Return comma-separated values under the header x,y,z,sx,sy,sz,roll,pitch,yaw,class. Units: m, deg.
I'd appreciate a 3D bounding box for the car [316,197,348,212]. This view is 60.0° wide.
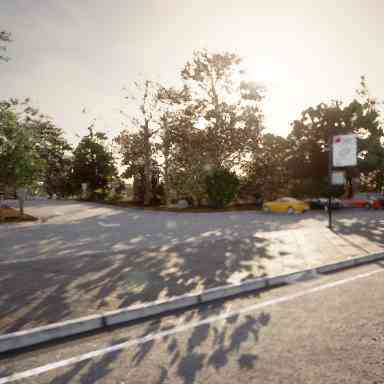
x,y,z,sx,sy,sz,roll,pitch,yaw,class
13.776,1.315,36.331,2.097,1.535,5.008,0,0,-35,car

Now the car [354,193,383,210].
x,y,z,sx,sy,sz,roll,pitch,yaw,class
20.601,1.204,41.152,2.185,1.767,4.553,0,0,-36,car

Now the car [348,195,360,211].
x,y,z,sx,sy,sz,roll,pitch,yaw,class
16.048,1.357,37.946,2.002,1.452,4.674,0,0,-35,car

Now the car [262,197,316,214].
x,y,z,sx,sy,sz,roll,pitch,yaw,class
9.247,1.324,33.092,2.097,1.535,5.008,0,0,-35,car
